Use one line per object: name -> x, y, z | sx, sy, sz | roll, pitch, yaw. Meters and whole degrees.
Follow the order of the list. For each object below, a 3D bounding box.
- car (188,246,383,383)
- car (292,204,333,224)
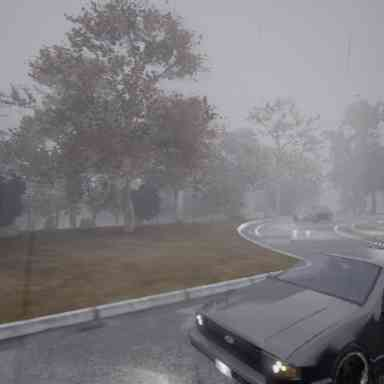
car -> 2.630, 1.611, 5.098 | 5.357, 1.411, 2.033 | 1, 0, -31
car -> 10.150, 1.800, 27.809 | 2.128, 1.511, 4.902 | 0, -1, 43
